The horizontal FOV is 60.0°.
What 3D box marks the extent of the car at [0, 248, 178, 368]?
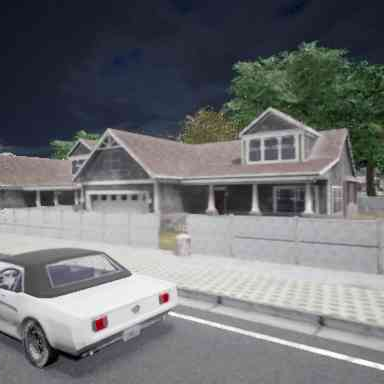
[{"bbox_3d":[-2.634,1.679,5.872,4.718,1.301,1.895,-1,-1,36],"label":"car"}]
